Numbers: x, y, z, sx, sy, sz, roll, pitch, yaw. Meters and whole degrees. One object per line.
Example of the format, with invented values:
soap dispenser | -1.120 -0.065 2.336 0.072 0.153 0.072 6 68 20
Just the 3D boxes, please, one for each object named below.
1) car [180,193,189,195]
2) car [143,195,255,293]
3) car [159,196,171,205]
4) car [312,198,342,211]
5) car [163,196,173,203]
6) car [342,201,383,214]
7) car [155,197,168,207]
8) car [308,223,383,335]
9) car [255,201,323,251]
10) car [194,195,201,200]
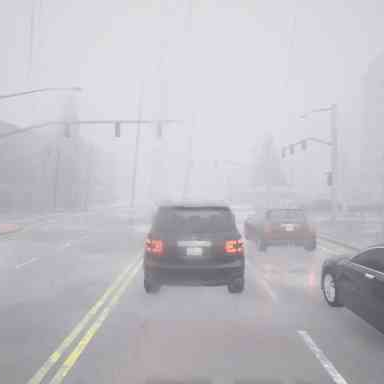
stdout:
car | -1.790 1.496 80.218 1.837 1.490 4.892 0 0 -1
car | 0.054 1.221 8.984 2.150 2.045 5.566 0 0 0
car | -4.901 1.477 61.331 1.882 1.535 5.008 0 0 -1
car | 14.438 1.505 37.562 4.892 1.490 1.837 0 0 -2
car | -5.074 1.552 71.212 1.994 1.385 4.181 0 0 -1
car | 18.487 1.601 34.169 4.718 1.301 1.895 0 0 -2
car | -4.701 1.526 51.941 1.812 1.442 4.674 0 0 -1
car | 3.607 1.505 5.081 1.837 1.490 4.892 0 0 0
car | 3.535 1.352 14.162 2.097 1.767 4.553 0 0 0
car | 1.467 1.552 90.364 1.994 1.385 4.181 0 0 -1
